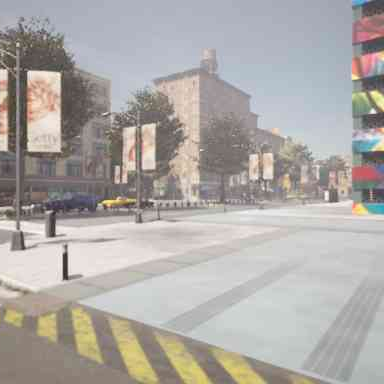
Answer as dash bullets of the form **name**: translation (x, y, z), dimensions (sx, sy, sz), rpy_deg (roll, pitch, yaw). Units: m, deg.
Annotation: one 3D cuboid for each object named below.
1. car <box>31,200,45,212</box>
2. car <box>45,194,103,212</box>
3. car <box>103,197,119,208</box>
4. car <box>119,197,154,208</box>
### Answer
- **car**: translation (-16.633, 1.509, 39.599), dimensions (2.128, 1.511, 4.902), rpy_deg (0, 0, 36)
- **car**: translation (-13.410, 1.238, 38.109), dimensions (2.150, 2.045, 5.566), rpy_deg (0, 0, 35)
- **car**: translation (-10.711, 1.495, 47.937), dimensions (1.882, 1.535, 5.008), rpy_deg (0, 0, 36)
- **car**: translation (-7.476, 1.617, 46.446), dimensions (1.895, 1.301, 4.718), rpy_deg (0, 0, 36)
